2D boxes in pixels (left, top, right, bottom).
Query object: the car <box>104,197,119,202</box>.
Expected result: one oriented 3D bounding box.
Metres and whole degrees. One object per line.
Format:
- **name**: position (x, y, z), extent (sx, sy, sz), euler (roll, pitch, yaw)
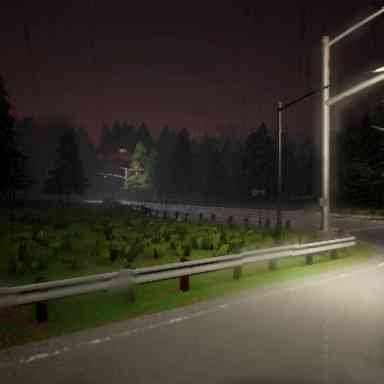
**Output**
- **car**: position (-12.904, 1.529, 53.267), extent (1.812, 1.442, 4.674), euler (0, 0, -34)
